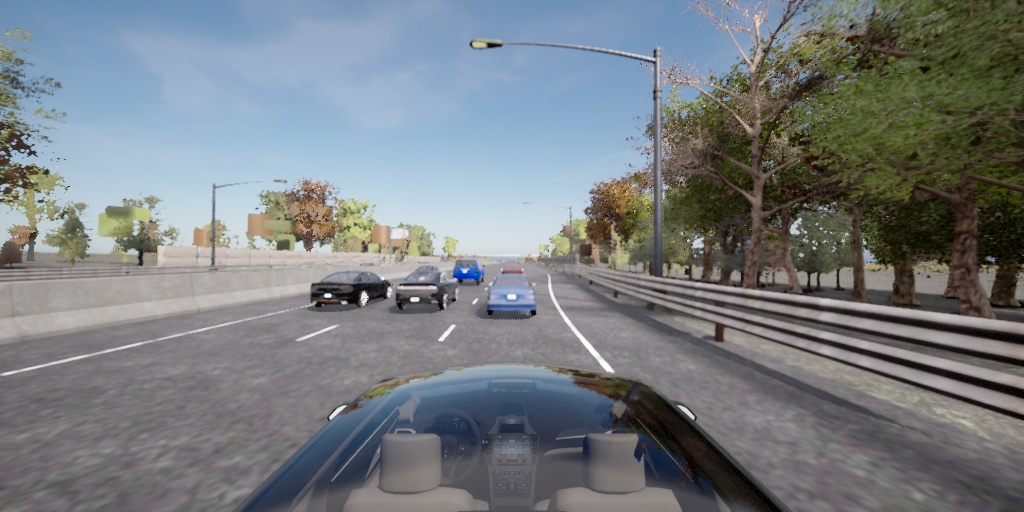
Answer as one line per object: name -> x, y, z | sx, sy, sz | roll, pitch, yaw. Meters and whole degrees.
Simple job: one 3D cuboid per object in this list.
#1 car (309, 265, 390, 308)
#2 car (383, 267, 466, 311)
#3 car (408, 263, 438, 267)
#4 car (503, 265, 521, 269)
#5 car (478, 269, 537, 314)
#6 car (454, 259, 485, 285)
car -> -6.973, 1.375, 16.096 | 1.882, 1.535, 5.008 | 0, 0, 1
car -> -3.479, 1.383, 15.359 | 2.128, 1.511, 4.902 | 0, 0, 1
car -> -6.982, 1.558, 30.354 | 1.837, 1.490, 4.892 | 0, 0, 1
car -> 0.024, 1.537, 31.090 | 1.882, 1.535, 5.008 | 0, 0, 1
car -> 0.007, 1.428, 14.391 | 2.033, 1.411, 5.357 | 0, -1, 0
car -> -3.496, 1.265, 29.404 | 2.150, 2.045, 5.566 | 0, 0, 0
